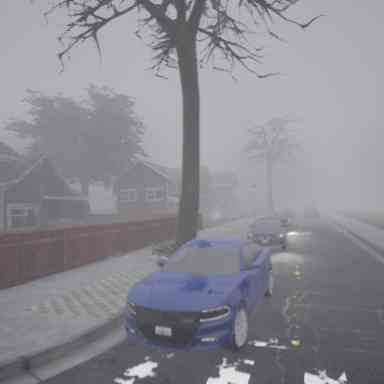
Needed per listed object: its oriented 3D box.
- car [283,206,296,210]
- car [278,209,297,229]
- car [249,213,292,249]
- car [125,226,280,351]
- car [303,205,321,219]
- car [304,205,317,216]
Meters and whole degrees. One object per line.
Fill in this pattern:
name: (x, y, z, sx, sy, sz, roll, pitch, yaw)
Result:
car: (12.833, 2.592, 43.912, 2.033, 1.411, 5.357, -2, -2, 18)
car: (7.936, 2.459, 29.246, 1.895, 1.301, 4.718, -2, -2, 18)
car: (4.085, 2.071, 17.546, 1.812, 1.442, 4.674, -2, -2, 18)
car: (0.499, 1.742, 7.021, 1.882, 1.535, 5.008, -2, -2, 21)
car: (15.513, 2.694, 42.954, 1.994, 1.385, 4.181, -2, -2, 19)
car: (18.653, 2.886, 52.504, 1.837, 1.490, 4.892, -2, -2, 18)
